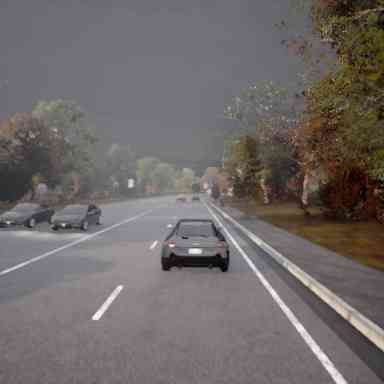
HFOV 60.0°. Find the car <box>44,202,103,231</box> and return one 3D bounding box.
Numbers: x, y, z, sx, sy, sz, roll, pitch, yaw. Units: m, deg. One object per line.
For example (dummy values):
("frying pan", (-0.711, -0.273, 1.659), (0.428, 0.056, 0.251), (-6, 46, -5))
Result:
("car", (-6.867, 1.449, 20.280), (1.837, 1.490, 4.892), (0, 2, 1))

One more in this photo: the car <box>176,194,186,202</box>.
("car", (-2.605, 1.554, 76.868), (1.895, 1.301, 4.718), (0, 0, 1))

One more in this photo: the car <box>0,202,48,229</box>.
("car", (-10.354, 1.424, 21.254), (1.837, 1.490, 4.892), (0, 2, 1))

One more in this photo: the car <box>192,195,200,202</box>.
("car", (0.890, 1.482, 76.379), (1.837, 1.490, 4.892), (0, 0, 1))

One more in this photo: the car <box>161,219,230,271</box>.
("car", (0.113, 1.569, 10.963), (1.994, 1.385, 4.181), (0, 0, 1))

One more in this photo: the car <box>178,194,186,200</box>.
("car", (-2.485, 1.329, 86.838), (1.882, 1.535, 5.008), (0, 0, 1))

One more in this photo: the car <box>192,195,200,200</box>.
("car", (1.014, 1.416, 86.797), (2.033, 1.411, 5.357), (0, 0, 1))
